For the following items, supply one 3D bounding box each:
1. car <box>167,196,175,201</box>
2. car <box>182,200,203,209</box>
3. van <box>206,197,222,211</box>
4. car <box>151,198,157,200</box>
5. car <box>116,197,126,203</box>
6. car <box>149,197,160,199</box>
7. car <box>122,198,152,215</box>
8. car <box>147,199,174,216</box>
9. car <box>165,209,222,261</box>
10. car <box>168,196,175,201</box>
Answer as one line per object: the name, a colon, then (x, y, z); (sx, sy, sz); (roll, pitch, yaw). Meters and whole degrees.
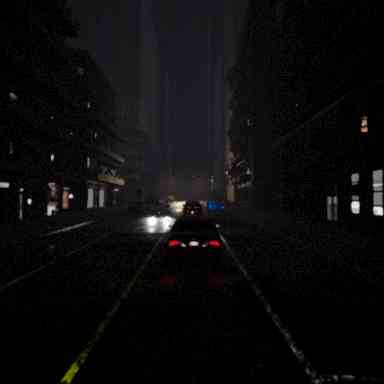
car: (-5.783, 1.708, 89.390); (1.967, 1.590, 4.097); (1, 0, 0)
car: (0.053, 1.605, 33.011); (1.837, 1.490, 4.892); (0, 0, 0)
van: (2.659, 1.464, 40.306); (1.690, 1.788, 3.998); (1, 0, 0)
car: (-5.693, 1.704, 40.242); (1.802, 1.307, 4.206); (1, 0, 0)
car: (-16.581, 1.720, 73.956); (4.097, 1.590, 1.967); (0, -1, 0)
car: (-5.700, 1.704, 45.782); (1.947, 1.339, 4.313); (1, 0, 0)
car: (-5.686, 1.656, 34.702); (2.008, 1.369, 4.403); (1, 0, 0)
car: (-3.140, 1.704, 34.090); (1.895, 1.301, 4.718); (0, 0, 0)
car: (0.068, 1.586, 12.352); (2.033, 1.411, 5.357); (0, 0, 0)
car: (-5.793, 1.867, 94.964); (1.802, 1.307, 4.206); (1, 0, 0)
